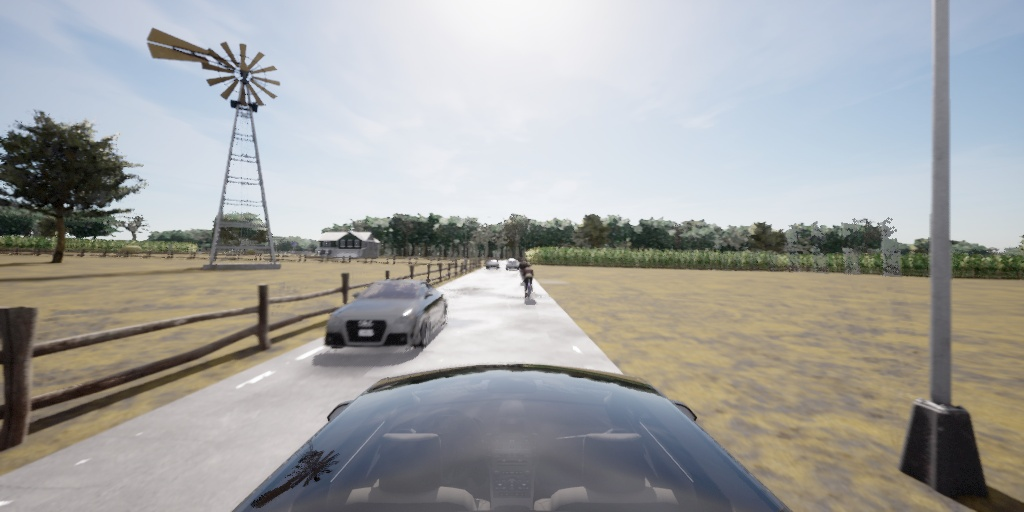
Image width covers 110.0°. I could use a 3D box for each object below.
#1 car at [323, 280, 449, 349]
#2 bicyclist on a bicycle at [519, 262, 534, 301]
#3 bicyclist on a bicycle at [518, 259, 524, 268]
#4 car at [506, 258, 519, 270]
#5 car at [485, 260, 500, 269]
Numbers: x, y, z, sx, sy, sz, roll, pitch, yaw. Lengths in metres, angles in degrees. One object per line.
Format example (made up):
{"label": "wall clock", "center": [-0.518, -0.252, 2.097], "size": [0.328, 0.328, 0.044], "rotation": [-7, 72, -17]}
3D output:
{"label": "car", "center": [-2.852, 1.306, 8.990], "size": [1.994, 1.385, 4.181], "rotation": [0, 0, 0]}
{"label": "bicyclist on a bicycle", "center": [0.754, 1.188, 16.276], "size": [0.582, 1.620, 1.656], "rotation": [0, 0, 0]}
{"label": "bicyclist on a bicycle", "center": [0.751, 1.097, 25.637], "size": [0.659, 1.776, 1.843], "rotation": [0, 0, 0]}
{"label": "car", "center": [0.074, 1.298, 51.508], "size": [1.895, 1.301, 4.718], "rotation": [0, 0, 0]}
{"label": "car", "center": [-2.816, 1.258, 53.065], "size": [1.994, 1.385, 4.181], "rotation": [0, 0, 0]}
